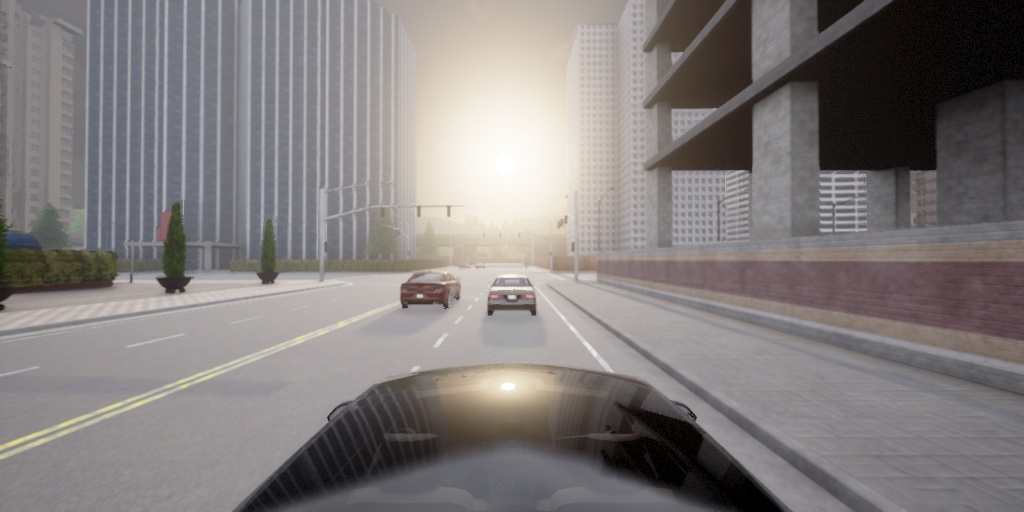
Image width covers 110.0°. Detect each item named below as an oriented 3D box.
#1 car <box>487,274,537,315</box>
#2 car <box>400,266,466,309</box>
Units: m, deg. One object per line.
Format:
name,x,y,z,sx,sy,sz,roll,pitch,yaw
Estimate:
car,0.005,1.438,14.373,2.033,1.411,5.357,0,-1,0
car,-3.480,1.386,16.085,1.882,1.535,5.008,0,0,0
